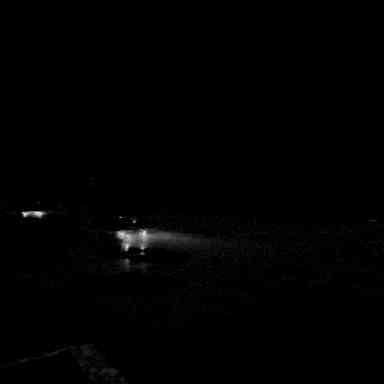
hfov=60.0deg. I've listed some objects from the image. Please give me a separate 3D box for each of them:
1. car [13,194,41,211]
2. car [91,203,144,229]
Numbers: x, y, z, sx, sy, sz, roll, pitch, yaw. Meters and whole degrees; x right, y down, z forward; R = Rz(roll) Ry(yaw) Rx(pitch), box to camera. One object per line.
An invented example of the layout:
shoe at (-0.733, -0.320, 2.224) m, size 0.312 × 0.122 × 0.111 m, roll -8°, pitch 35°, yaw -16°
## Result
car at (-20.514, 1.211, 41.168) m, size 2.150 × 2.045 × 5.566 m, roll 0°, pitch 0°, yaw -39°
car at (-4.961, 1.508, 21.791) m, size 2.128 × 1.511 × 4.902 m, roll 0°, pitch 0°, yaw -39°
